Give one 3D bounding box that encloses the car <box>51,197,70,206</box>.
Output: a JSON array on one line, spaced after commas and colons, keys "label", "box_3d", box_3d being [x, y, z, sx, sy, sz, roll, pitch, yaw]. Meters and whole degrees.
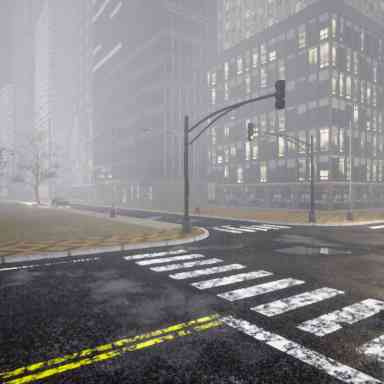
[{"label": "car", "box_3d": [-21.594, 1.553, 54.301, 2.033, 1.411, 5.357, 0, 0, -35]}]
